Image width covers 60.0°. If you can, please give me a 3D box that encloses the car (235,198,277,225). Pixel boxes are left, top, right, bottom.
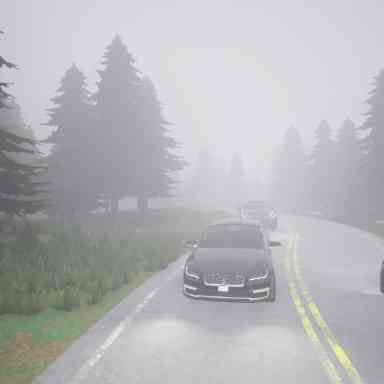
[{"bbox_3d":[3.869,1.270,20.365,2.097,1.767,4.553,-1,0,5],"label":"car"}]

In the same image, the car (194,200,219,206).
[{"bbox_3d":[1.904,1.799,44.859,1.812,1.442,4.674,3,-5,-35],"label":"car"}]

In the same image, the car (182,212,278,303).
[{"bbox_3d":[1.088,1.496,8.411,1.837,1.490,4.892,-1,0,12],"label":"car"}]

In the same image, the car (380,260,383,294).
[{"bbox_3d":[4.492,1.308,4.642,2.097,1.767,4.553,-1,0,8],"label":"car"}]

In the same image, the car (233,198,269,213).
[{"bbox_3d":[6.191,1.410,35.735,1.837,1.490,4.892,2,-1,-16],"label":"car"}]
